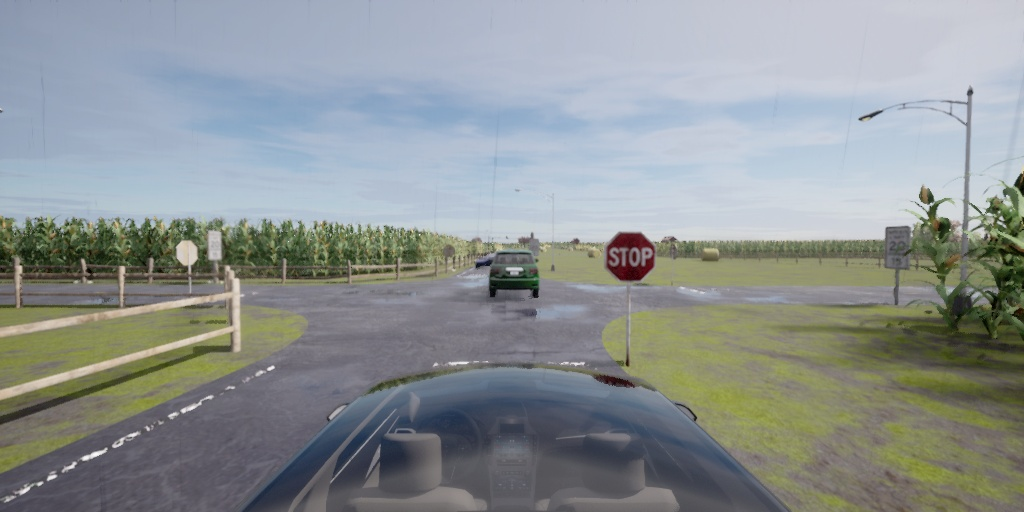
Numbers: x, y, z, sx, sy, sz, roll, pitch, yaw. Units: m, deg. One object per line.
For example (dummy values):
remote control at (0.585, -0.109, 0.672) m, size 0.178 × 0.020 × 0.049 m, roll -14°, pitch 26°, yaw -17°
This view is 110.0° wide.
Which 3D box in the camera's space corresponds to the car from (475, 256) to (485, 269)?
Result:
car at (-2.858, 0.693, 38.326) m, size 1.895 × 1.301 × 4.718 m, roll 0°, pitch 1°, yaw 0°

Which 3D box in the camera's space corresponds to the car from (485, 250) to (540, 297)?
car at (0.099, 0.708, 17.058) m, size 2.150 × 2.045 × 5.566 m, roll 0°, pitch 2°, yaw 0°
